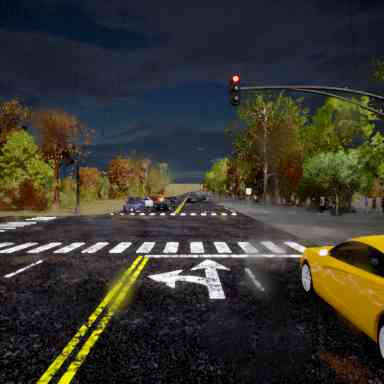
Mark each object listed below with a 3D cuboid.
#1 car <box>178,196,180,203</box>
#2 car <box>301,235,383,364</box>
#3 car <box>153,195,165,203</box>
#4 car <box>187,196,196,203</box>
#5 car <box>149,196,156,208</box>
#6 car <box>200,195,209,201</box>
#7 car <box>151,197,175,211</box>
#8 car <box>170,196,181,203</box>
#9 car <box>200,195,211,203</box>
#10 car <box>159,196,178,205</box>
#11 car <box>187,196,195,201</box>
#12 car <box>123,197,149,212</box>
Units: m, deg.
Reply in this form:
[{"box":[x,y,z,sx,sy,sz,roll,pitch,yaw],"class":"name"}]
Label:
[{"box":[-3.492,1.532,59.007,1.812,1.442,4.674,0,0,0],"class":"car"},{"box":[3.347,1.444,5.450,1.882,1.535,5.008,0,1,0],"class":"car"},{"box":[-6.703,1.486,67.747,1.882,1.535,5.008,0,0,0],"class":"car"},{"box":[-0.092,1.570,68.648,1.994,1.385,4.181,0,0,0],"class":"car"},{"box":[-6.742,1.529,48.229,1.812,1.442,4.674,0,0,0],"class":"car"},{"box":[3.022,1.459,81.684,2.033,1.411,5.357,0,0,0],"class":"car"},{"box":[-3.462,1.603,40.089,1.895,1.301,4.718,0,0,0],"class":"car"},{"box":[-3.444,1.546,69.621,2.033,1.411,5.357,0,0,0],"class":"car"},{"box":[3.073,1.506,71.529,2.128,1.511,4.902,0,0,0],"class":"car"},{"box":[-3.483,1.509,49.164,1.837,1.490,4.892,0,0,0],"class":"car"},{"box":[-0.228,1.608,82.020,1.895,1.301,4.718,0,0,0],"class":"car"},{"box":[-6.710,1.354,39.244,2.097,1.767,4.553,0,0,0],"class":"car"}]
